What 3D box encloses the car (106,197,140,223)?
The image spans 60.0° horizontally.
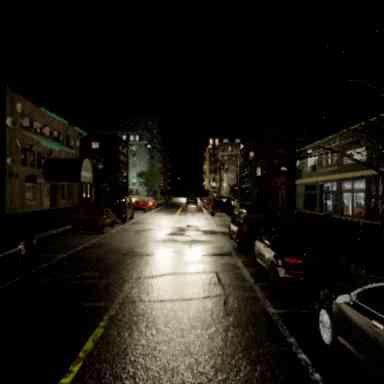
[{"bbox_3d":[-5.679,1.302,25.527,2.192,1.841,5.009,1,0,0],"label":"car"}]

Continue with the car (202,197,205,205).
[{"bbox_3d":[2.700,1.547,42.124,1.947,1.339,4.313,0,0,0],"label":"car"}]

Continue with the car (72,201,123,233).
[{"bbox_3d":[-5.681,1.515,19.824,1.752,1.417,4.829,1,0,0],"label":"car"}]

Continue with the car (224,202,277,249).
[{"bbox_3d":[2.699,1.432,14.459,1.967,1.590,4.097,1,0,0],"label":"car"}]

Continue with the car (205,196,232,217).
[{"bbox_3d":[2.702,1.299,31.058,2.192,1.841,5.009,0,0,0],"label":"car"}]

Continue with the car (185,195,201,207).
[{"bbox_3d":[0.004,1.484,49.412,1.837,1.490,4.892,0,0,0],"label":"car"}]

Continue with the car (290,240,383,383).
[{"bbox_3d":[2.698,1.549,3.393,2.008,1.369,4.403,1,0,0],"label":"car"}]

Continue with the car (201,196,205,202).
[{"bbox_3d":[2.708,1.524,47.351,1.887,1.381,4.507,0,0,0],"label":"car"}]

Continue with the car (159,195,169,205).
[{"bbox_3d":[-5.747,1.503,60.201,1.752,1.417,4.829,1,0,0],"label":"car"}]

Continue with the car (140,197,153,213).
[{"bbox_3d":[-5.681,1.565,36.593,1.802,1.307,4.206,1,0,0],"label":"car"}]

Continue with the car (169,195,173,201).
[{"bbox_3d":[-5.800,1.528,71.436,2.008,1.369,4.403,0,0,0],"label":"car"}]

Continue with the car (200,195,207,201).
[{"bbox_3d":[2.834,1.559,83.355,1.802,1.307,4.206,0,0,0],"label":"car"}]

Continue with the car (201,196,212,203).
[{"bbox_3d":[2.804,1.527,66.808,2.008,1.369,4.403,0,0,0],"label":"car"}]

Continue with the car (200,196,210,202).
[{"bbox_3d":[2.833,1.542,74.353,1.947,1.339,4.313,0,0,0],"label":"car"}]

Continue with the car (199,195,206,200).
[{"bbox_3d":[2.834,1.524,92.357,1.887,1.381,4.507,0,0,0],"label":"car"}]

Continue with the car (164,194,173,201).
[{"bbox_3d":[-5.805,1.418,82.255,1.967,1.590,4.097,0,0,0],"label":"car"}]

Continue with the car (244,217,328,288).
[{"bbox_3d":[2.698,1.577,8.926,1.802,1.307,4.206,1,0,0],"label":"car"}]

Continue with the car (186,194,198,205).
[{"bbox_3d":[0.005,1.330,59.802,2.097,1.767,4.553,0,0,0],"label":"car"}]

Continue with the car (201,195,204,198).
[{"bbox_3d":[2.763,1.502,58.587,1.752,1.417,4.829,0,0,0],"label":"car"}]

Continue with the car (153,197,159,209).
[{"bbox_3d":[-5.678,1.422,42.126,1.967,1.590,4.097,1,0,0],"label":"car"}]

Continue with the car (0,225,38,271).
[{"bbox_3d":[-5.683,1.577,8.929,1.802,1.307,4.206,1,0,0],"label":"car"}]
